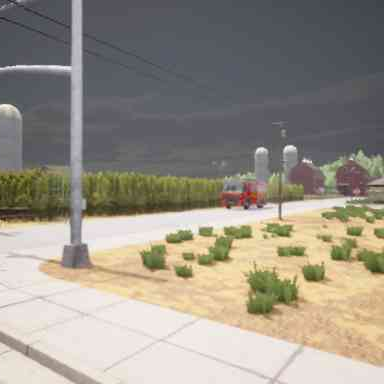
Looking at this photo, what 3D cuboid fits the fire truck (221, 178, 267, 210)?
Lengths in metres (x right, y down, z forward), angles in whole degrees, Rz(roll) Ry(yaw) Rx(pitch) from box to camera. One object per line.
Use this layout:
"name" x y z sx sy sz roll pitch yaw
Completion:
"fire truck" 6.952 0.240 43.256 2.891 3.827 8.468 0 0 33
